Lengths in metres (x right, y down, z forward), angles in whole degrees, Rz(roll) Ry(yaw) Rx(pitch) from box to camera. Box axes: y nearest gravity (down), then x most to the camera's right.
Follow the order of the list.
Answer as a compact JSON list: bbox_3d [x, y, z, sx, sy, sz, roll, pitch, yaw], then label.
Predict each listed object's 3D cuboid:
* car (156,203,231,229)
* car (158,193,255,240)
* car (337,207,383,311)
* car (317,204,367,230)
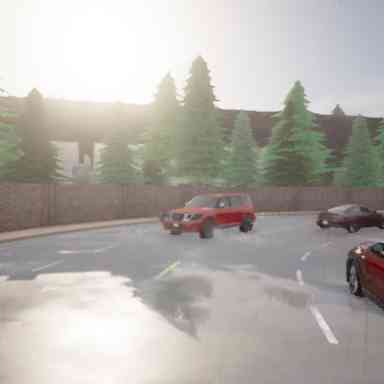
[{"bbox_3d":[0.191,1.413,21.009,4.718,1.301,1.895,0,1,-43],"label":"car"},{"bbox_3d":[1.065,1.076,16.631,2.150,2.045,5.566,0,0,40],"label":"car"},{"bbox_3d":[4.227,1.321,5.457,2.097,1.767,4.553,0,1,8],"label":"car"},{"bbox_3d":[8.921,1.400,18.360,4.674,1.442,1.812,0,0,-29],"label":"car"}]
